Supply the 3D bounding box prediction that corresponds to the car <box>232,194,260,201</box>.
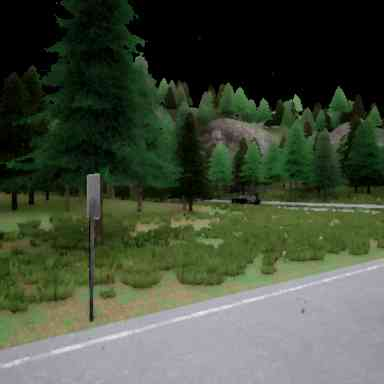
[{"bbox_3d":[9.100,1.394,56.416,2.150,2.045,5.566,0,0,-36],"label":"car"}]
